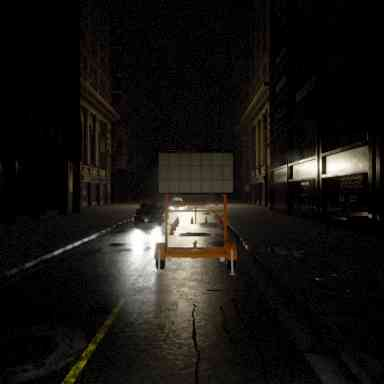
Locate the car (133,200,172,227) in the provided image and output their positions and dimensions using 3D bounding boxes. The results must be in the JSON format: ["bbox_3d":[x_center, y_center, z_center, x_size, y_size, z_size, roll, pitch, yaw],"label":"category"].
[{"bbox_3d":[-2.826,1.497,23.214,2.128,1.511,4.902,0,0,1],"label":"car"}]

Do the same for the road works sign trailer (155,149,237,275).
[{"bbox_3d":[0.117,0.466,10.429,2.380,3.560,2.880,0,0,1],"label":"road works sign trailer"}]

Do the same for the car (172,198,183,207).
[{"bbox_3d":[-2.357,1.624,52.736,1.895,1.301,4.718,0,0,1],"label":"car"}]
